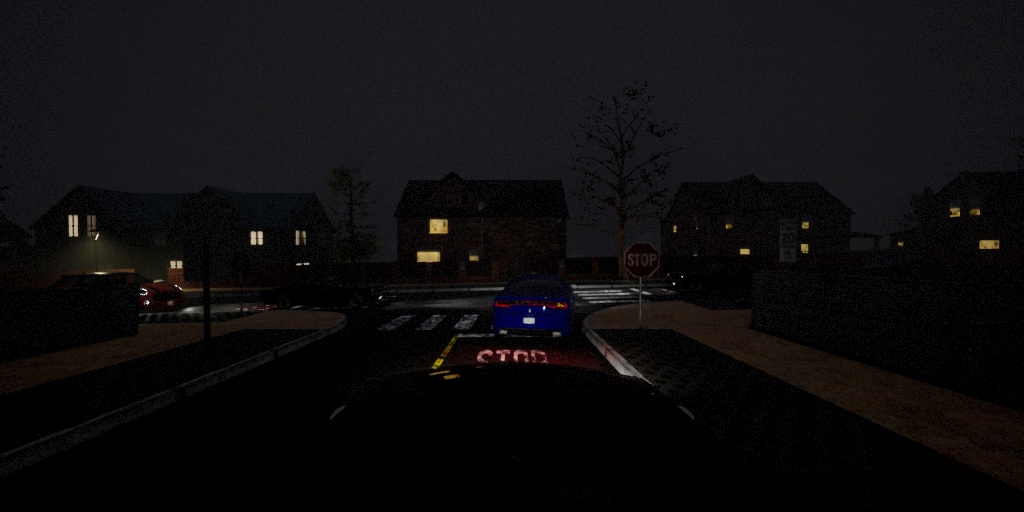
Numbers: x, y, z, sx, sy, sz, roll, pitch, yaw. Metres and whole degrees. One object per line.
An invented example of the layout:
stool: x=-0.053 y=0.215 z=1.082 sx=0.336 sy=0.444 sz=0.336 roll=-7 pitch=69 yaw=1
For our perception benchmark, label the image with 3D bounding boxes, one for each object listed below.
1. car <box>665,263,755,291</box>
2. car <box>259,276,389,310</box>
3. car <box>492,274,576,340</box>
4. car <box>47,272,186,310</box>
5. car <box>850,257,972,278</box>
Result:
car: x=10.402 y=1.034 z=18.216 sx=4.718 sy=1.301 sz=1.895 roll=-1 pitch=1 yaw=-1
car: x=-7.819 y=1.506 z=15.278 sx=4.718 sy=1.301 sz=1.895 roll=-1 pitch=1 yaw=0
car: x=0.782 y=1.226 z=10.075 sx=1.882 sy=1.535 sz=5.008 roll=0 pitch=0 yaw=10
car: x=-16.806 y=1.472 z=15.266 sx=4.553 sy=1.767 sz=2.097 roll=-1 pitch=1 yaw=0
car: x=20.047 y=0.753 z=18.257 sx=5.357 sy=1.411 sz=2.033 roll=-1 pitch=1 yaw=0
